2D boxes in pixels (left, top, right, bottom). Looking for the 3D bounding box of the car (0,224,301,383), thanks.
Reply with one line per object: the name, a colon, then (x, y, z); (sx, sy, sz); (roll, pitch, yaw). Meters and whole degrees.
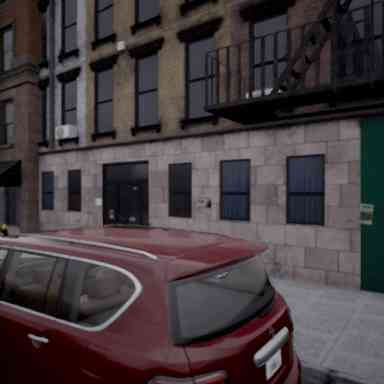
car: (-1.356, 1.312, 3.777); (5.009, 1.841, 2.192); (0, 0, 36)
